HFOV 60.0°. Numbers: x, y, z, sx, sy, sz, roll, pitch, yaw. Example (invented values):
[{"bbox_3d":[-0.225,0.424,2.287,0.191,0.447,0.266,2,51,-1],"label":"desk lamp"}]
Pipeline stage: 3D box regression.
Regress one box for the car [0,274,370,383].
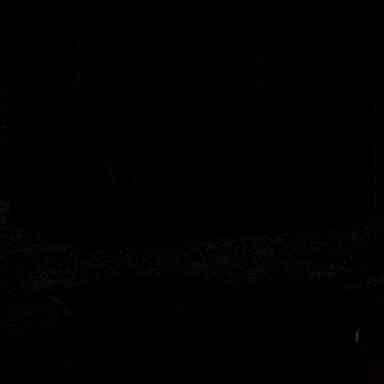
[{"bbox_3d":[-0.604,1.553,2.827,5.357,1.411,2.033,0,0,-36],"label":"car"}]
